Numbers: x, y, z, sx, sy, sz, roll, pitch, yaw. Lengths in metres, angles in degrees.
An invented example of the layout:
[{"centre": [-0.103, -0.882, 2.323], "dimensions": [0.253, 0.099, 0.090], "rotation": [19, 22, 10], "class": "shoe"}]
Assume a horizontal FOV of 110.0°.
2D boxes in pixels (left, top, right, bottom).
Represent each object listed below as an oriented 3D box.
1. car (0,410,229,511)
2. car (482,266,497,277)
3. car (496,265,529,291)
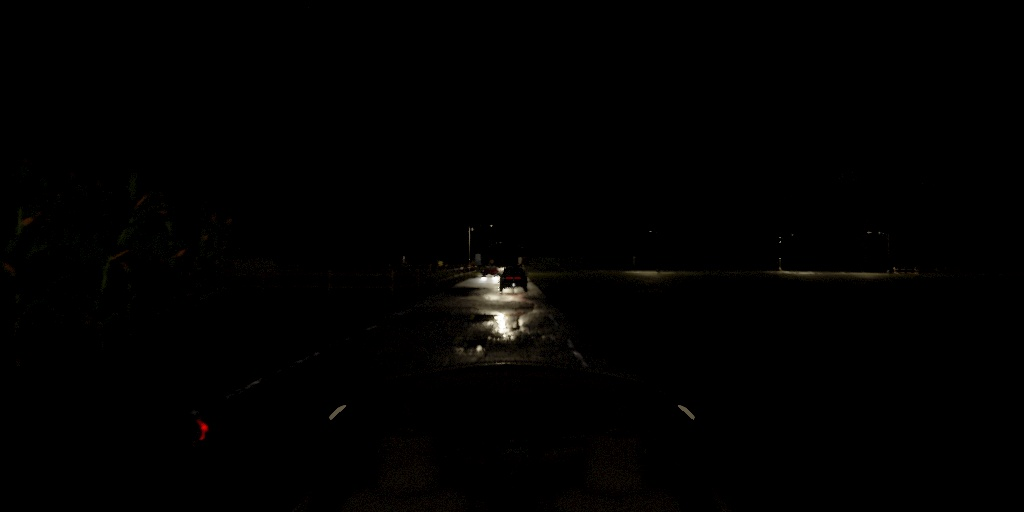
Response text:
[{"centre": [-2.850, 1.301, 0.610], "dimensions": [1.994, 1.385, 4.181], "rotation": [0, -1, 0], "class": "car"}, {"centre": [-2.809, 1.952, 46.048], "dimensions": [1.895, 1.301, 4.718], "rotation": [0, -1, 0], "class": "car"}, {"centre": [0.100, 1.557, 24.649], "dimensions": [1.837, 1.490, 4.892], "rotation": [0, 0, 0], "class": "car"}]
